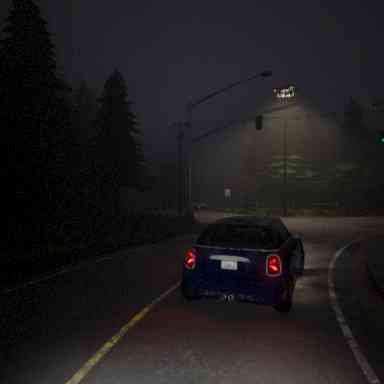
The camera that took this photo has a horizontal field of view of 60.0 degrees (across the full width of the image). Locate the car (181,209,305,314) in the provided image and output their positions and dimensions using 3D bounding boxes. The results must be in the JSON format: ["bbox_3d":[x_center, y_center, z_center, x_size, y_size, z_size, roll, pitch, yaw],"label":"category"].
[{"bbox_3d":[1.474,1.350,8.019,2.097,1.767,4.553,0,0,22],"label":"car"}]

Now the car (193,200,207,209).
[{"bbox_3d":[0.863,1.620,43.033,1.895,1.301,4.718,0,0,0],"label":"car"}]
